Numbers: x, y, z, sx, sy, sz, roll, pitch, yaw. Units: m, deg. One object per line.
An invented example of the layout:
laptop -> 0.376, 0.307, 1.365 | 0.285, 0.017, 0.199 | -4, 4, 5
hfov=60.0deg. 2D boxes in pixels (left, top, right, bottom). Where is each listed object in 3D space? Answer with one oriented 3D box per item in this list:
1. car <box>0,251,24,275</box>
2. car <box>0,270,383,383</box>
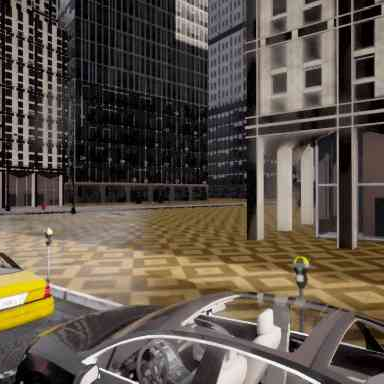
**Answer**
car -> -4.464, 1.525, 6.064 | 4.829, 1.417, 1.752 | 0, 0, 36
car -> 0.290, 1.551, 2.670 | 4.403, 1.369, 2.008 | 0, 0, 36
